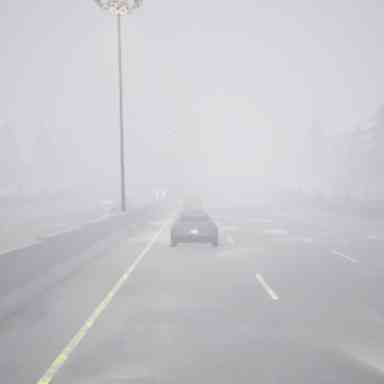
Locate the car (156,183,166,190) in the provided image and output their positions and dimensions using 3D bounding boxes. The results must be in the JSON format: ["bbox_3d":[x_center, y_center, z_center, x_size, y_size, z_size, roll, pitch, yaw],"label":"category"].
[{"bbox_3d":[-6.988,-1.357,75.007,1.895,1.301,4.718,0,7,0],"label":"car"}]

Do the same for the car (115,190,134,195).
[{"bbox_3d":[-10.546,0.736,53.820,1.882,1.535,5.008,0,4,1],"label":"car"}]

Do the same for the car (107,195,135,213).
[{"bbox_3d":[-7.084,1.371,34.453,1.812,1.442,4.674,0,0,0],"label":"car"}]

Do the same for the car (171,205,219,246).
[{"bbox_3d":[0.099,1.502,14.920,1.994,1.385,4.181,0,0,0],"label":"car"}]

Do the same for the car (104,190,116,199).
[{"bbox_3d":[-14.032,0.409,58.370,2.128,1.511,4.902,0,5,1],"label":"car"}]

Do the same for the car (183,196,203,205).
[{"bbox_3d":[0.097,1.198,34.678,2.097,1.767,4.553,0,0,0],"label":"car"}]
